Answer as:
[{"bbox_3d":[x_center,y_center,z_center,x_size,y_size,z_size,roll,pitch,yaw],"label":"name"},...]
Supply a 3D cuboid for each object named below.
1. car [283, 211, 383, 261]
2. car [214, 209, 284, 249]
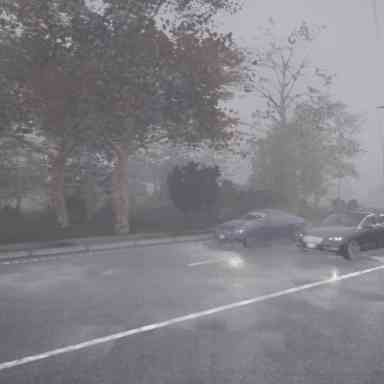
[{"bbox_3d":[5.950,1.482,12.314,4.902,1.511,2.128,0,0,-34],"label":"car"},{"bbox_3d":[3.126,1.515,14.626,4.674,1.442,1.812,0,0,-34],"label":"car"}]
